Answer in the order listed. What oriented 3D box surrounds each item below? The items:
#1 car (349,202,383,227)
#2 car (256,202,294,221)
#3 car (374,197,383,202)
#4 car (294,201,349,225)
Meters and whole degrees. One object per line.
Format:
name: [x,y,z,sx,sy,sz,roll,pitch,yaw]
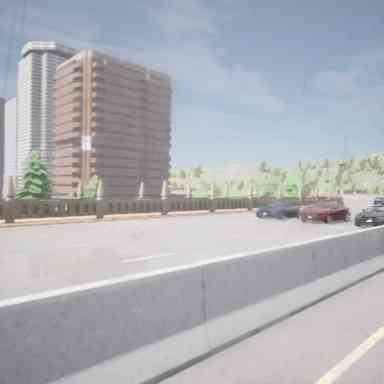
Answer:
car: [12.154,1.581,21.520,4.181,1.385,1.994,1,1,-44]
car: [6.866,1.453,26.142,4.181,1.385,1.994,1,1,-44]
car: [32.959,1.534,58.203,1.882,1.535,5.008,1,1,28]
car: [9.705,1.432,24.011,5.008,1.535,1.882,1,1,-44]
